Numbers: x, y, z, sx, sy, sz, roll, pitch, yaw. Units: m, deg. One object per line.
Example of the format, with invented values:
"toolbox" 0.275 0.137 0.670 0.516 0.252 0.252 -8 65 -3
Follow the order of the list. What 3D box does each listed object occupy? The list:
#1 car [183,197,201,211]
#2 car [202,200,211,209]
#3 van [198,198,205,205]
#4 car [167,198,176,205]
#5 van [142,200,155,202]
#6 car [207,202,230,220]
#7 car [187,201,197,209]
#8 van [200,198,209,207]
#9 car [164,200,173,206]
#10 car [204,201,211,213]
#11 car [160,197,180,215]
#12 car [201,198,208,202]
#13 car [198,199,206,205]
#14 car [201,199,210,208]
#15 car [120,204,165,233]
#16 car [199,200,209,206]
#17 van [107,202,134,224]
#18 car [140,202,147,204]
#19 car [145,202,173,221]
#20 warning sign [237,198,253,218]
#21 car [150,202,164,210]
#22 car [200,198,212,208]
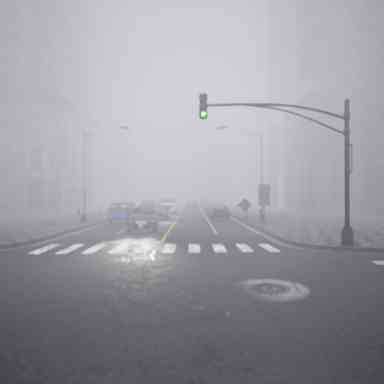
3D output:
"car" 0.034 2.057 53.203 2.097 1.767 4.553 0 -1 0
"car" 2.753 2.128 44.217 1.887 1.381 4.507 0 -1 0
"van" 2.718 2.599 93.944 1.690 1.788 3.998 0 -1 0
"car" -5.814 2.573 93.953 2.192 1.841 5.009 0 -1 0
"van" -5.799 1.925 44.233 1.690 1.788 3.998 0 -1 0
"car" 2.761 1.979 33.168 1.887 1.381 4.507 0 -1 0
"car" -0.030 2.362 62.878 1.812 1.442 4.674 0 -1 0
"van" 2.733 2.299 71.845 1.690 1.788 3.998 0 -1 0
"car" -5.810 2.631 82.732 1.752 1.417 4.829 0 -1 0
"car" 2.757 2.054 38.692 1.887 1.381 4.507 0 -1 0
"car" -3.112 1.786 42.848 2.150 2.045 5.566 0 -1 0
"car" 2.741 2.353 60.792 1.887 1.381 4.507 0 -1 0
"car" 2.722 2.623 88.419 1.967 1.590 4.097 0 -1 0
"car" 2.749 2.186 49.912 1.752 1.417 4.829 0 -1 0
"car" -3.157 1.781 22.190 2.128 1.511 4.902 0 -1 -3
"car" 2.730 2.583 77.367 2.008 1.369 4.403 0 -1 0
"van" -5.793 1.702 27.660 1.690 1.788 3.998 0 -1 0
"car" -5.794 1.979 33.182 1.887 1.381 4.507 0 -1 0
"car" -3.107 1.948 32.210 1.812 1.442 4.674 0 -1 0
"warning sign" 5.056 1.532 31.789 1.300 1.860 1.060 0 -1 0
"car" -5.801 2.315 55.279 1.802 1.307 4.206 0 -1 0
"car" 2.737 2.198 66.320 2.192 1.841 5.009 0 -1 0
